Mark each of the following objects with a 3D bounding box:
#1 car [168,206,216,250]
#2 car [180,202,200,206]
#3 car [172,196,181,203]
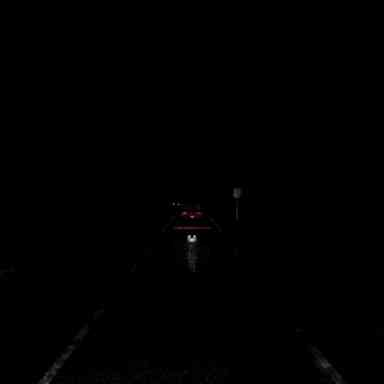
[{"bbox_3d":[0.000,1.566,14.655,2.128,1.511,4.902,0,0,0],"label":"car"},{"bbox_3d":[0.000,1.780,29.682,1.895,1.301,4.718,0,0,0],"label":"car"},{"bbox_3d":[-3.500,1.709,75.937,2.128,1.511,4.902,0,0,0],"label":"car"}]
